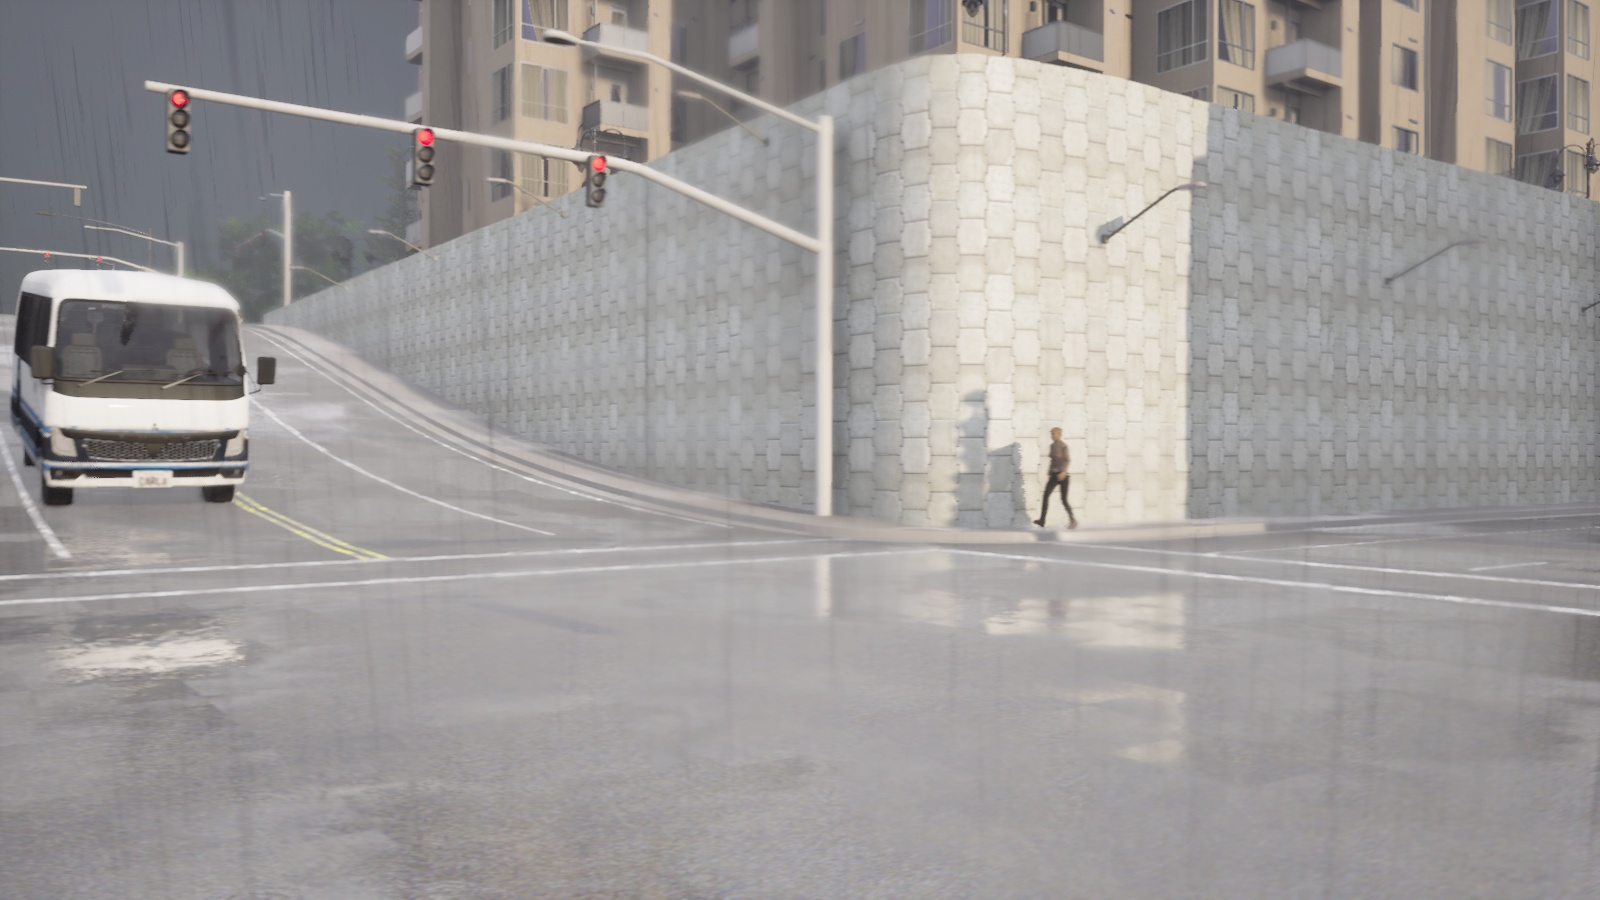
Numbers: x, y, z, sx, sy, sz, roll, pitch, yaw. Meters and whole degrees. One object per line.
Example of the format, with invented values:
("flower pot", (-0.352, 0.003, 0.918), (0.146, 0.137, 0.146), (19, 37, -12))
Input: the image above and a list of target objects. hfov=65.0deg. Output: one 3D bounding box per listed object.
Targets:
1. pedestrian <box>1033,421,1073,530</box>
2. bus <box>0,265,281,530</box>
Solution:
("pedestrian", (4.382, 0.436, 21.745), (0.634, 1.846, 0.331), (0, 0, -34))
("bus", (-13.853, -1.409, 25.416), (3.944, 4.253, 10.273), (0, 7, -35))
